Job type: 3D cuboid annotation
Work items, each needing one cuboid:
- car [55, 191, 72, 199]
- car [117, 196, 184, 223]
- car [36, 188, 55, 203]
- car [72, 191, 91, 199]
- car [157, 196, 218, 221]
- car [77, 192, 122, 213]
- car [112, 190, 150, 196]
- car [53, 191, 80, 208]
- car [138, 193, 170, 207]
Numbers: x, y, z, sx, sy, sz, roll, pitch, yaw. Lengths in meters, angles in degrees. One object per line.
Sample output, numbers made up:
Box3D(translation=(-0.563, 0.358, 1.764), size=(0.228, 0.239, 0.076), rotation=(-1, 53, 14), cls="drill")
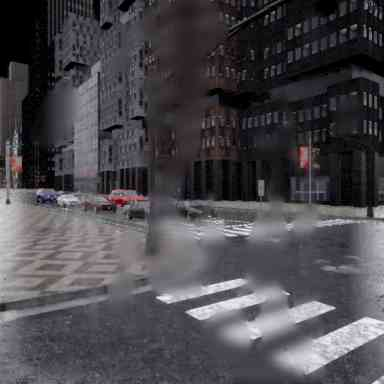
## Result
Box3D(translation=(-25.132, 0.509, 64.948), size=(1.882, 1.535, 5.008), rotation=(0, 1, -36), cls="car")
Box3D(translation=(-3.065, 1.284, 23.183), size=(2.033, 1.411, 5.357), rotation=(0, 1, -35), cls="car")
Box3D(translation=(-20.676, 0.521, 47.508), size=(2.150, 2.045, 5.566), rotation=(0, 1, -36), cls="car")
Box3D(translation=(-21.985, 0.531, 66.145), size=(2.128, 1.511, 4.902), rotation=(0, 1, -36), cls="car")
Box3D(translation=(-0.460, 1.280, 25.041), size=(2.033, 1.411, 5.357), rotation=(0, 1, -39), cls="car")
Box3D(translation=(-8.663, 1.080, 30.867), size=(1.882, 1.535, 5.008), rotation=(0, 1, -36), cls="car")
Box3D(translation=(-6.414, 0.810, 33.302), size=(2.150, 2.045, 5.566), rotation=(0, 1, -36), cls="car")
Box3D(translation=(-14.460, 0.985, 38.843), size=(1.812, 1.442, 4.674), rotation=(0, 1, -35), cls="car")
Box3D(translation=(-4.954, 0.961, 42.693), size=(1.882, 1.535, 5.008), rotation=(0, 1, -36), cls="car")
